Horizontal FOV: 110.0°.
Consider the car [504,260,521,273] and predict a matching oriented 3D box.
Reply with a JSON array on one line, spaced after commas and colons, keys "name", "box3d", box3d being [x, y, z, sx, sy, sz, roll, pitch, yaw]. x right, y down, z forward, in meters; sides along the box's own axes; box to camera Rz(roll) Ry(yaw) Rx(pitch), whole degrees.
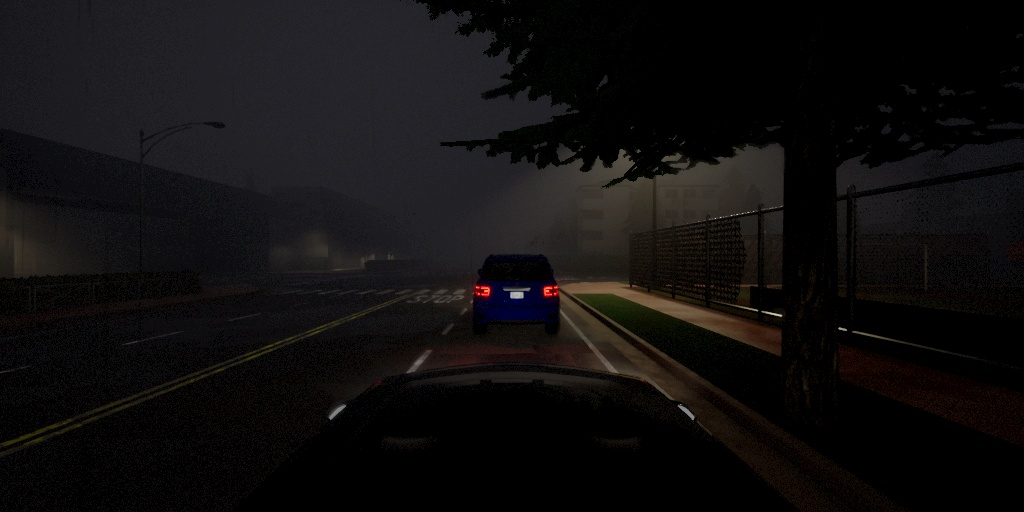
[{"name": "car", "box3d": [0.025, 1.240, 45.602, 2.128, 1.511, 4.902, 0, 0, 0]}]

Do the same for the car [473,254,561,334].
[{"name": "car", "box3d": [0.115, 0.971, 10.727, 2.150, 2.045, 5.566, 0, 0, 0]}]
